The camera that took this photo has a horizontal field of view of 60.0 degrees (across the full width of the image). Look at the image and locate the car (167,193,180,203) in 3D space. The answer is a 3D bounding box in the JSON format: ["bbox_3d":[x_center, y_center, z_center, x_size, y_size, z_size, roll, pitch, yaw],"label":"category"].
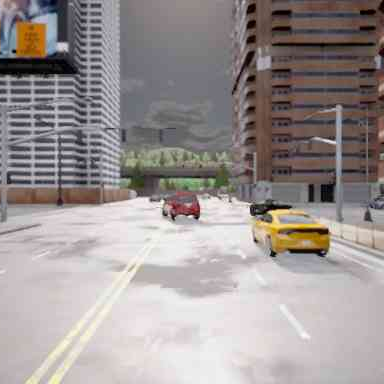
[{"bbox_3d":[-3.519,1.116,63.980,2.097,1.767,4.553,0,0,0],"label":"car"}]

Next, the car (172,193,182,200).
[{"bbox_3d":[-3.498,1.055,78.763,2.097,1.767,4.553,0,0,0],"label":"car"}]

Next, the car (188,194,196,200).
[{"bbox_3d":[0.002,1.180,80.856,1.994,1.385,4.181,0,0,0],"label":"car"}]

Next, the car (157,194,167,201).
[{"bbox_3d":[-6.999,1.254,78.507,1.994,1.385,4.181,0,0,0],"label":"car"}]

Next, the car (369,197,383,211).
[{"bbox_3d":[22.705,1.388,37.263,4.674,1.442,1.812,0,0,1],"label":"car"}]

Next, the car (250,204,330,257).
[{"bbox_3d":[3.565,1.430,12.800,1.882,1.535,5.008,0,0,0],"label":"car"}]

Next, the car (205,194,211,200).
[{"bbox_3d":[3.502,1.150,80.858,1.812,1.442,4.674,0,0,0],"label":"car"}]

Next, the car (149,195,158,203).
[{"bbox_3d":[-7.011,1.313,63.580,2.033,1.411,5.357,0,0,0],"label":"car"}]

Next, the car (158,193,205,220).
[{"bbox_3d":[-0.988,1.123,27.106,2.150,2.045,5.566,1,0,-15],"label":"car"}]

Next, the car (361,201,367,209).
[{"bbox_3d":[23.330,1.354,40.757,4.892,1.490,1.837,0,0,1],"label":"car"}]

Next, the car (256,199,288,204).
[{"bbox_3d":[7.033,1.371,28.831,1.882,1.535,5.008,-2,-1,44],"label":"car"}]
